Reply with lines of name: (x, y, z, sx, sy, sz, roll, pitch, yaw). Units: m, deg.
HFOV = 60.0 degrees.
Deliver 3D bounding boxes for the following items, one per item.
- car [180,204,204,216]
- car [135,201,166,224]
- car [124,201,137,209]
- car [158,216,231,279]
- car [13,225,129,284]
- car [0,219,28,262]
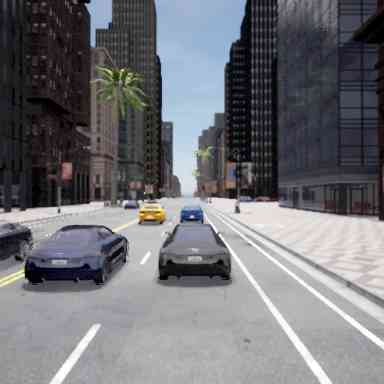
car: (0.003, 1.774, 28.039, 1.882, 1.535, 5.008, 0, 0, 0)
car: (-3.245, 1.774, 28.012, 1.882, 1.535, 5.008, 0, 0, 0)
car: (-9.949, 2.140, 55.350, 2.033, 1.411, 5.357, 0, -1, 0)
car: (0.066, 1.676, 10.428, 1.994, 1.385, 4.181, 0, 0, 0)
car: (-3.182, 1.671, 9.975, 1.994, 1.385, 4.181, 0, 0, 0)
car: (-6.633, 1.599, 10.021, 2.128, 1.511, 4.902, 0, -1, 0)
